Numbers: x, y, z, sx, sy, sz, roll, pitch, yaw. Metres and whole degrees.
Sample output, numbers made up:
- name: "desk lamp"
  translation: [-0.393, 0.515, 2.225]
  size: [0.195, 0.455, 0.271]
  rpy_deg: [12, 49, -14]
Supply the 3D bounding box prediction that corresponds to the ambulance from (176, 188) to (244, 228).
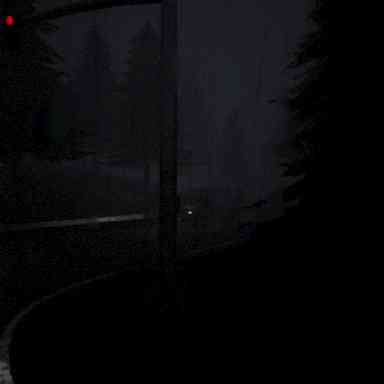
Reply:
- name: "ambulance"
  translation: [1.076, 0.930, 22.315]
  size: [2.351, 2.431, 6.366]
  rpy_deg: [0, 0, 36]
